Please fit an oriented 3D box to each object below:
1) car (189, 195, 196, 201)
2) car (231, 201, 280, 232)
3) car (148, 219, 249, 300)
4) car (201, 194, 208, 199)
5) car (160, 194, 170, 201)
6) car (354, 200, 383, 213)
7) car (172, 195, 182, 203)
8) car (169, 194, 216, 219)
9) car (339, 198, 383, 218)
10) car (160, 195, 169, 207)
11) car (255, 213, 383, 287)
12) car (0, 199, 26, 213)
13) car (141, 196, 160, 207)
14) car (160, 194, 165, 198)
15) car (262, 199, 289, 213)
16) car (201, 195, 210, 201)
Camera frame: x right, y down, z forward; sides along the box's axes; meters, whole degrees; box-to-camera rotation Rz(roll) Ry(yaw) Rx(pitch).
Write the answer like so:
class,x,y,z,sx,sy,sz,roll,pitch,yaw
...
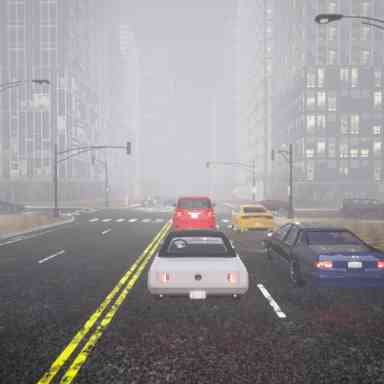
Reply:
class,x,y,z,sx,sy,sz,roll,pitch,yaw
car,0.079,1.446,82.183,1.812,1.442,4.674,0,0,0
car,3.372,1.467,19.175,1.882,1.535,5.008,0,0,1
car,0.109,1.597,8.329,1.895,1.301,4.718,0,0,0
car,3.339,1.262,91.981,1.812,1.442,4.674,0,0,0
car,-6.423,1.279,80.617,2.097,1.767,4.553,0,0,0
car,21.848,1.640,39.043,4.829,1.417,1.752,1,0,1
car,-3.182,1.462,71.526,2.128,1.511,4.902,0,0,0
car,0.117,1.211,18.088,2.150,2.045,5.566,0,0,0
car,16.231,1.517,30.762,5.009,1.841,2.192,1,0,1
car,-3.290,1.526,51.177,1.994,1.385,4.181,0,0,0
car,3.364,1.543,9.356,2.033,1.411,5.357,0,0,0
car,-19.360,1.406,33.970,4.181,1.385,1.994,1,1,1
car,-6.546,1.454,50.743,2.128,1.511,4.902,0,0,0
car,-6.495,1.429,60.417,1.882,1.535,5.008,0,0,-1
car,8.550,1.507,37.375,5.008,1.535,1.882,1,1,13
car,3.330,1.454,81.564,2.033,1.411,5.357,0,0,0
